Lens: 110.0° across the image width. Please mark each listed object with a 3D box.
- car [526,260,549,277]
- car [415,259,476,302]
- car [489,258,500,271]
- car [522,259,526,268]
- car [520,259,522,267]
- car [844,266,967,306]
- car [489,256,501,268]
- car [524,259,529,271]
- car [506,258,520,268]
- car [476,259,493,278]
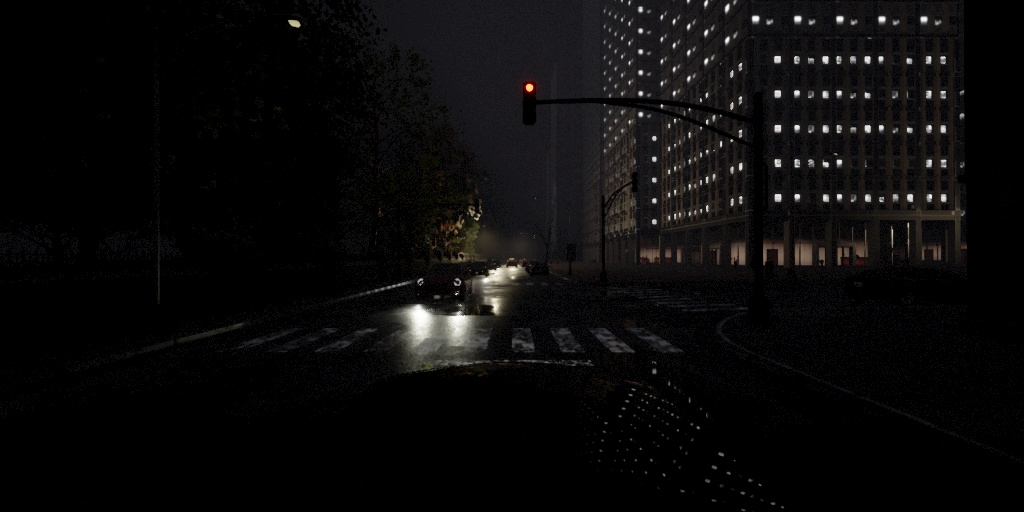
[{"bbox_3d":[2.679,1.333,35.640,1.948,1.339,4.313,0,0,0],"label":"car"},{"bbox_3d":[-3.105,1.107,17.087,2.097,1.767,4.553,0,0,0],"label":"car"},{"bbox_3d":[-3.107,1.343,48.741,1.994,1.385,4.181,0,0,0],"label":"car"},{"bbox_3d":[2.676,1.343,46.905,1.948,1.339,4.313,0,0,0],"label":"car"},{"bbox_3d":[2.673,1.343,63.803,1.888,1.381,4.507,0,0,0],"label":"car"},{"bbox_3d":[14.681,1.027,13.061,4.313,1.339,1.948,0,0,0],"label":"car"},{"bbox_3d":[-3.072,1.017,61.922,2.150,2.045,5.566,0,0,0],"label":"car"},{"bbox_3d":[2.678,1.338,41.273,1.948,1.339,4.313,0,0,0],"label":"car"},{"bbox_3d":[-0.017,1.273,62.093,1.882,1.535,5.008,0,0,0],"label":"car"},{"bbox_3d":[-3.108,1.272,34.313,1.837,1.490,4.892,0,0,0],"label":"car"}]
